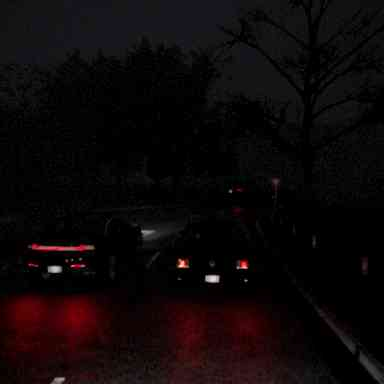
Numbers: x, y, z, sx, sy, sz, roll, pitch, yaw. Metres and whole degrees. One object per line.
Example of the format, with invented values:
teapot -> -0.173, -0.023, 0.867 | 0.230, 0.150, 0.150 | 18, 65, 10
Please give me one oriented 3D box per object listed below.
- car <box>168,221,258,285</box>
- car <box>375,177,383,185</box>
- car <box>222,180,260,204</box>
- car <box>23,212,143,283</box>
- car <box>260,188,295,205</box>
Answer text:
car -> 0.568, 1.432, 9.017 | 1.895, 1.301, 4.718 | 0, 2, 4
car -> 35.271, -2.026, 59.951 | 2.185, 1.767, 4.553 | -1, 4, -15
car -> 4.754, -0.102, 31.183 | 2.150, 2.045, 5.566 | 3, 5, 31
car -> -2.655, 1.308, 9.212 | 2.128, 1.511, 4.902 | 0, 2, 4
car -> 8.186, 0.311, 30.136 | 1.994, 1.385, 4.181 | 3, 5, 35
